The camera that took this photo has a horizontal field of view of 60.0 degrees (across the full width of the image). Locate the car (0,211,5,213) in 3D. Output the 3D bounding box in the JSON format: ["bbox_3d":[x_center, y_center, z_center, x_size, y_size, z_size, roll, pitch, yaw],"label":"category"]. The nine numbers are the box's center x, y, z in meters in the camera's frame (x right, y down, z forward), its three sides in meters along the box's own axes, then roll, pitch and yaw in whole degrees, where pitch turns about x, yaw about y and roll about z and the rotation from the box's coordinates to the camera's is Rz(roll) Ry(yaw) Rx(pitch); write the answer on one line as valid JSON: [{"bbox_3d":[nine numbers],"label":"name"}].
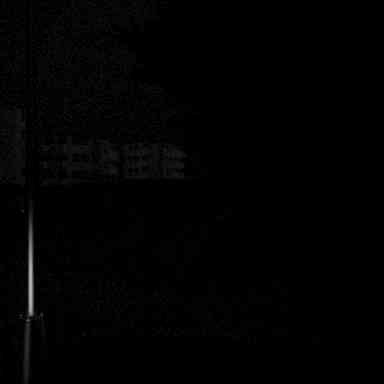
[{"bbox_3d":[-15.434,1.632,23.374,1.837,1.490,4.892,-2,-1,35],"label":"car"}]
